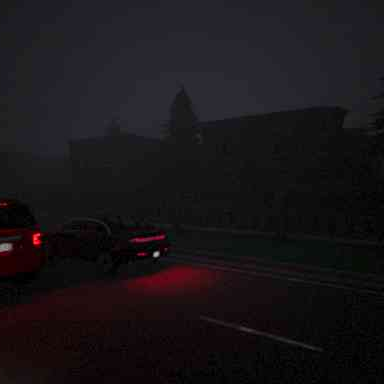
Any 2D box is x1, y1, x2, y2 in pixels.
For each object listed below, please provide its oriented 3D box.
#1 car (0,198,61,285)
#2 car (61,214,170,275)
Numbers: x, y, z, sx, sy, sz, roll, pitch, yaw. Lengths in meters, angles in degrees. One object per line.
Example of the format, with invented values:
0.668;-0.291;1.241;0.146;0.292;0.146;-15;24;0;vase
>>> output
-5.844;1.162;8.118;5.566;2.045;2.150;1;0;36;car
-2.918;1.438;10.320;4.902;1.511;2.128;0;0;36;car
